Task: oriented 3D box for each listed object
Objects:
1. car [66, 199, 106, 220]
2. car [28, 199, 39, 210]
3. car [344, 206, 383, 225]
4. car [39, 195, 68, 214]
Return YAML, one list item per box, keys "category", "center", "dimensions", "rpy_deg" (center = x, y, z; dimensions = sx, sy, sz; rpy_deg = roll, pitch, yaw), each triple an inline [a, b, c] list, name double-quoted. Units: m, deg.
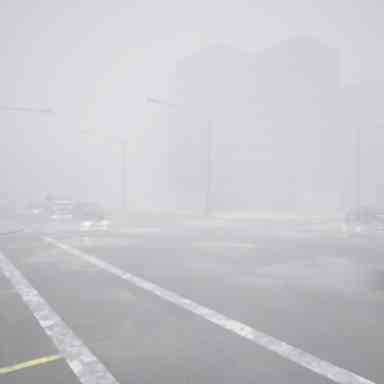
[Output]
- category: "car"
  center: [-9.216, 1.617, 29.334]
  dimensions: [1.837, 1.490, 4.892]
  rpy_deg: [1, 0, -36]
- category: "car"
  center: [-21.031, 1.672, 45.511]
  dimensions: [1.994, 1.385, 4.181]
  rpy_deg: [1, 0, -36]
- category: "car"
  center: [14.965, 1.955, 28.494]
  dimensions: [4.902, 1.511, 2.128]
  rpy_deg: [2, -1, -37]
- category: "car"
  center: [-15.069, 1.332, 37.350]
  dimensions: [2.150, 2.045, 5.566]
  rpy_deg: [1, 0, -36]
